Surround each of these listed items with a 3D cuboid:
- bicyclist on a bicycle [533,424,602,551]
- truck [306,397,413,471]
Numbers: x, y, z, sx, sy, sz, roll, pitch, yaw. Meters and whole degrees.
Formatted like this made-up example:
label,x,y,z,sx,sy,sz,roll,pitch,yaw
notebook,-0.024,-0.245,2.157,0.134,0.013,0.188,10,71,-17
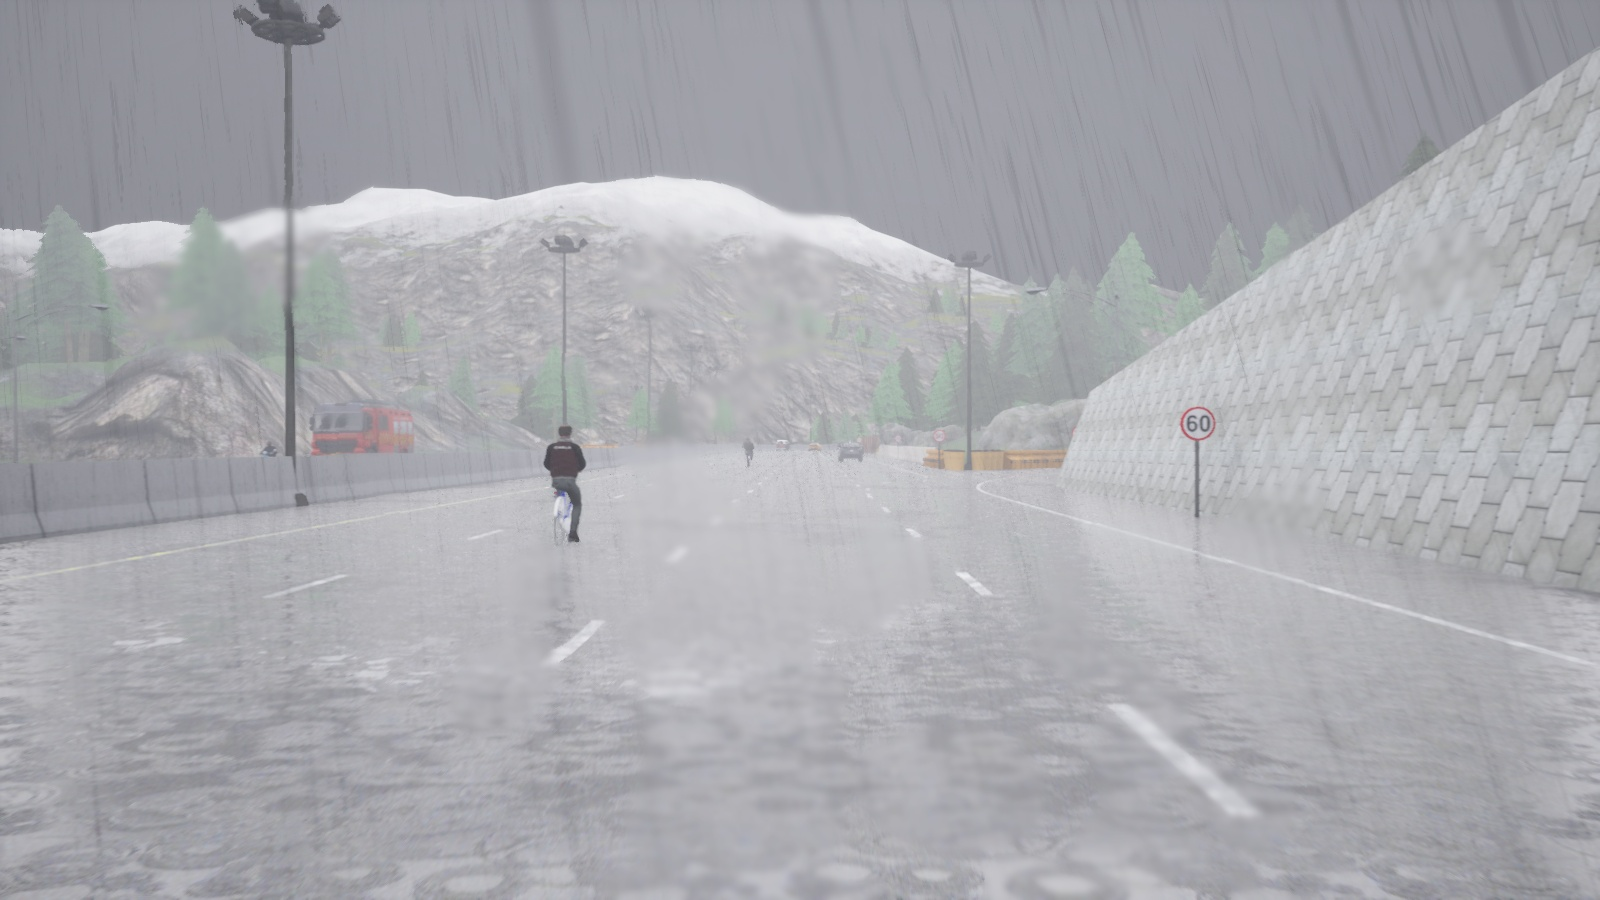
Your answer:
label,x,y,z,sx,sy,sz,roll,pitch,yaw
bicyclist on a bicycle,-3.380,0.510,18.378,0.659,1.776,1.843,0,1,0
truck,-24.090,-0.827,69.191,2.891,3.827,8.468,0,0,0
